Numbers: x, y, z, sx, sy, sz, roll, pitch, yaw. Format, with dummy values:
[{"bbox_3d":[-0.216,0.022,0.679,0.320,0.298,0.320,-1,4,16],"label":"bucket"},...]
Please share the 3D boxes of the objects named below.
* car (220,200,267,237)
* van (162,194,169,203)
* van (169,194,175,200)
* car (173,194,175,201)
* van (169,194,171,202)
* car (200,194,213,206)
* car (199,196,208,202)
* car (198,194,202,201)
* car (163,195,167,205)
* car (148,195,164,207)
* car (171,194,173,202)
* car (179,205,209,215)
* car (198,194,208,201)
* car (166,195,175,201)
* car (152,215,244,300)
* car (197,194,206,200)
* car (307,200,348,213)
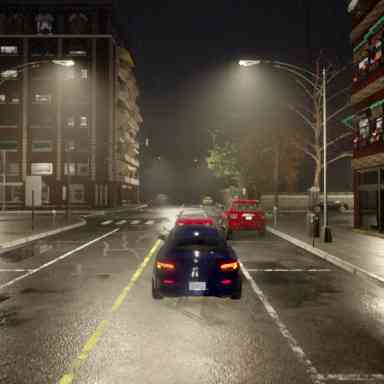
[{"bbox_3d":[2.705,1.323,18.212,2.192,1.841,5.009,1,0,0],"label":"car"},{"bbox_3d":[-5.684,1.383,61.786,1.690,1.788,3.998,1,0,0],"label":"van"},{"bbox_3d":[-5.691,1.422,95.017,1.690,1.788,3.998,1,0,0],"label":"van"},{"bbox_3d":[-5.691,1.611,78.402,2.008,1.369,4.403,1,0,0],"label":"car"},{"bbox_3d":[-5.685,1.389,67.324,1.690,1.788,3.998,1,0,0],"label":"van"},{"bbox_3d":[2.693,1.563,56.413,1.752,1.417,4.829,1,0,0],"label":"car"},{"bbox_3d":[2.688,1.626,78.395,1.947,1.339,4.313,1,0,0],"label":"car"},{"bbox_3d":[2.690,1.604,72.856,2.008,1.369,4.403,1,0,0],"label":"car"},{"bbox_3d":[-5.688,1.619,56.246,1.802,1.307,4.206,1,0,0],"label":"car"},{"bbox_3d":[-5.686,1.614,50.709,1.802,1.307,4.206,1,0,0],"label":"car"},{"bbox_3d":[-5.690,1.635,72.863,1.802,1.307,4.206,1,0,0],"label":"car"},{"bbox_3d":[0.097,1.609,18.025,1.895,1.301,4.718,0,0,0],"label":"car"},{"bbox_3d":[2.692,1.382,83.933,2.192,1.841,5.009,1,0,0],"label":"car"},{"bbox_3d":[-5.694,1.624,89.479,2.008,1.369,4.403,1,0,0],"label":"car"},{"bbox_3d":[0.100,1.529,8.281,1.812,1.442,4.674,0,0,0],"label":"car"},{"bbox_3d":[2.690,1.396,95.009,2.192,1.841,5.009,1,0,0],"label":"car"},{"bbox_3d":[15.206,1.609,37.247,4.313,1.339,1.947,0,-1,1],"label":"car"}]
